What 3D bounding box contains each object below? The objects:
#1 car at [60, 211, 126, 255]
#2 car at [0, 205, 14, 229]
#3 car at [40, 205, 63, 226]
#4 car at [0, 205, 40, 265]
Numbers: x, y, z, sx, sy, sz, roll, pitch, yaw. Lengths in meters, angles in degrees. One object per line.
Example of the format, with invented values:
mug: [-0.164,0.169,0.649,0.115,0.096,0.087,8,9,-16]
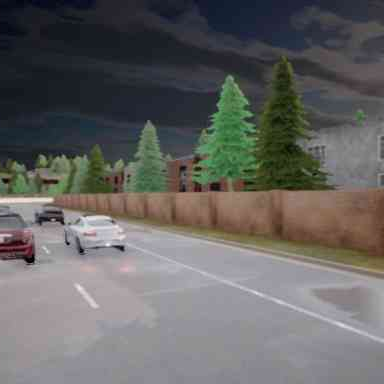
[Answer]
car: [-4.224,1.700,14.277,1.812,1.442,4.674,1,-1,-30]
car: [-14.457,1.776,24.908,1.837,1.490,4.892,1,-1,-30]
car: [-11.440,1.814,26.683,1.837,1.490,4.892,1,-1,-30]
car: [-6.865,1.481,11.847,2.097,1.767,4.553,1,-1,-30]
